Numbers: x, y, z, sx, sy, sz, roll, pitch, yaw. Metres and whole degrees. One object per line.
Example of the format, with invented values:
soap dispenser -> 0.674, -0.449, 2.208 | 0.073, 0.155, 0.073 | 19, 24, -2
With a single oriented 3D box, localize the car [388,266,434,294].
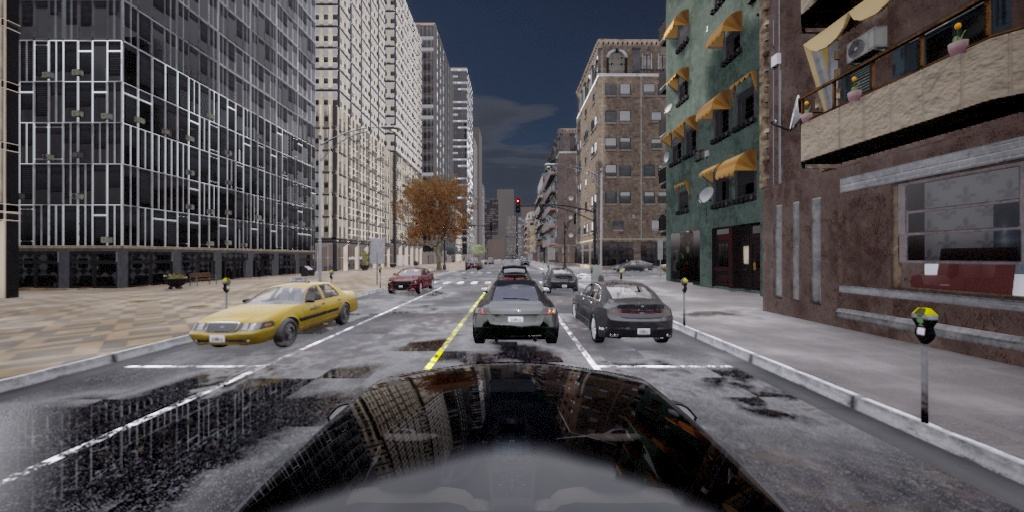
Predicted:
car -> -5.689, 1.313, 20.565 | 1.888, 1.381, 4.507 | 0, 0, 0

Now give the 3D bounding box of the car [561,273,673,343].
car -> 2.690, 1.307, 9.497 | 2.007, 1.370, 4.403 | 0, 0, 0

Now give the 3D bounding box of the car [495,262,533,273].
car -> 0.107, 1.272, 19.695 | 1.837, 1.490, 4.892 | 0, 0, -1

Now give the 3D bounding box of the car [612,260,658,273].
car -> 13.440, 1.137, 39.978 | 4.403, 1.370, 2.007 | 0, 0, -1

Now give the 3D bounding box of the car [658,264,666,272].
car -> 18.837, 1.034, 40.032 | 4.829, 1.417, 1.751 | 0, 0, -1

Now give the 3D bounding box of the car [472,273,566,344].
car -> 0.088, 1.321, 9.646 | 1.994, 1.385, 4.181 | 0, 0, 0

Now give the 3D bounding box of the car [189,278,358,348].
car -> -5.690, 1.282, 9.329 | 1.751, 1.417, 4.829 | 0, 0, 0

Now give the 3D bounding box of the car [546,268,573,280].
car -> 2.692, 1.319, 20.563 | 2.007, 1.370, 4.403 | 0, 0, 0

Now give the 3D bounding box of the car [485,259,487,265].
car -> -5.684, 1.398, 58.475 | 1.948, 1.339, 4.313 | 0, 0, 0

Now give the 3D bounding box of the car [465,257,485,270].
car -> -5.684, 1.136, 52.952 | 2.192, 1.841, 5.009 | 0, 0, 0
